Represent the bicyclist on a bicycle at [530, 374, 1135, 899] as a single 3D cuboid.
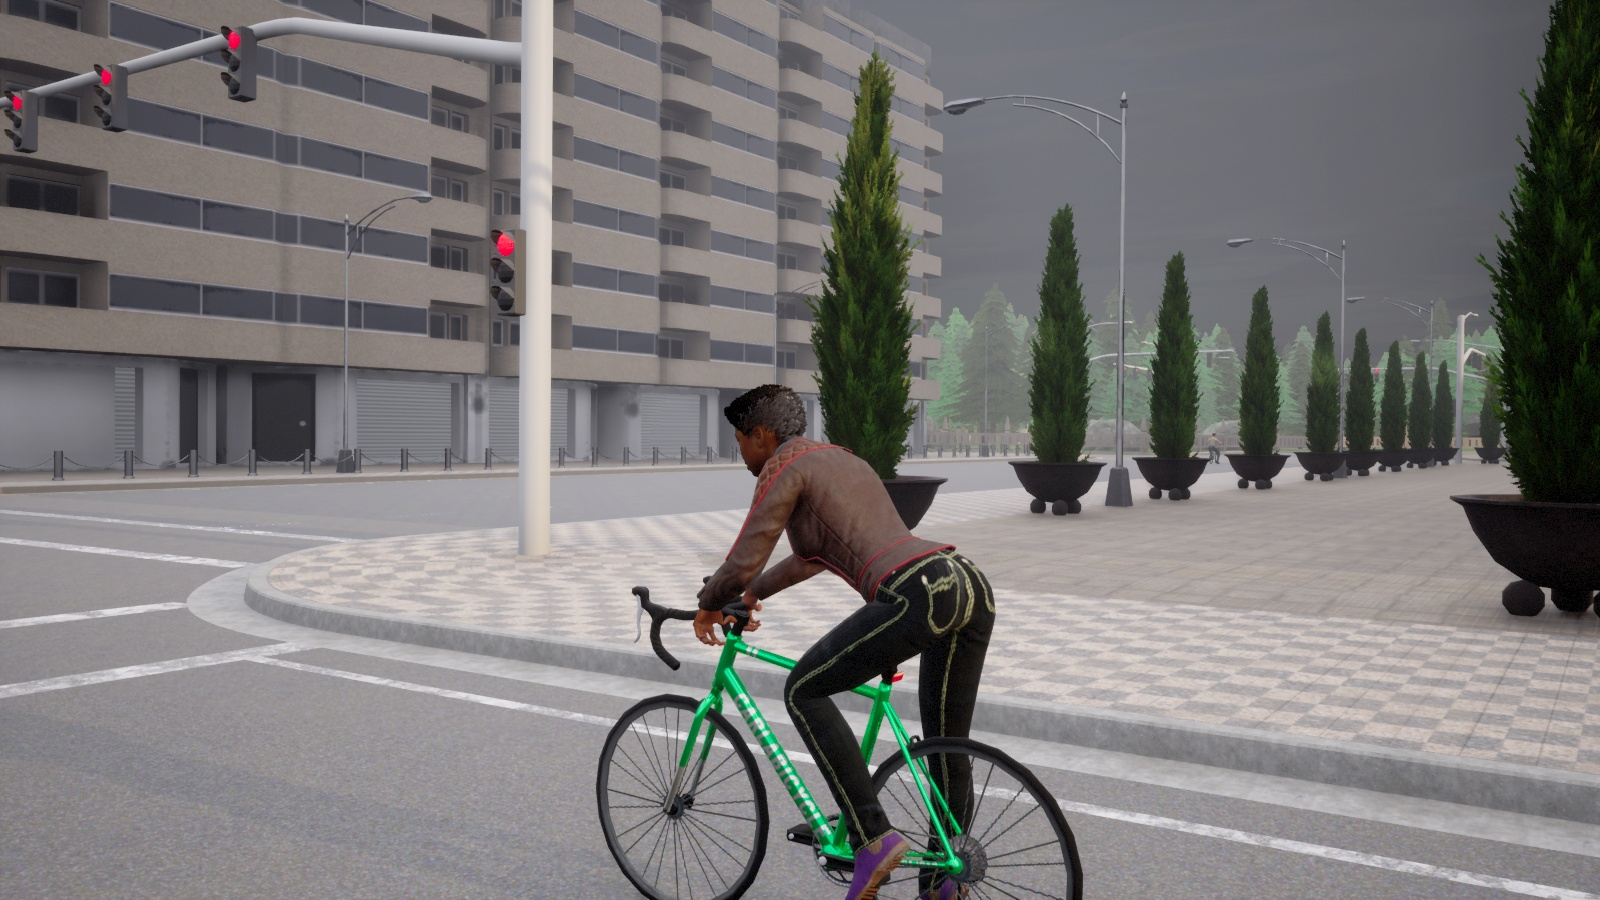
[{"bbox_3d":[0.045,0.635,3.593,1.656,1.620,0.582,0,1,34],"label":"bicyclist on a bicycle"}]
